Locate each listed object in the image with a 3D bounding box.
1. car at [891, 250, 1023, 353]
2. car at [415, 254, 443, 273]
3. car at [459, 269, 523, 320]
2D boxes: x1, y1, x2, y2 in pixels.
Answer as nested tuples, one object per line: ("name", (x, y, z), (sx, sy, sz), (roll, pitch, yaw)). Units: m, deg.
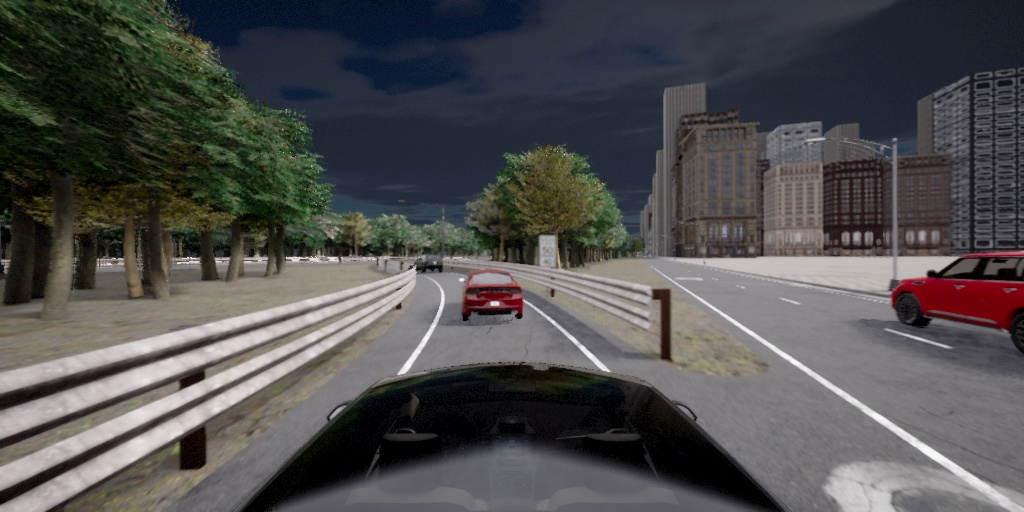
("car", (11.252, 0.900, 7.827), (2.150, 2.045, 5.566), (0, 0, 19))
("car", (-9.345, 0.807, 40.254), (2.150, 2.045, 5.566), (0, 1, -27))
("car", (-0.836, 1.212, 12.764), (1.882, 1.535, 5.008), (0, 0, -8))
